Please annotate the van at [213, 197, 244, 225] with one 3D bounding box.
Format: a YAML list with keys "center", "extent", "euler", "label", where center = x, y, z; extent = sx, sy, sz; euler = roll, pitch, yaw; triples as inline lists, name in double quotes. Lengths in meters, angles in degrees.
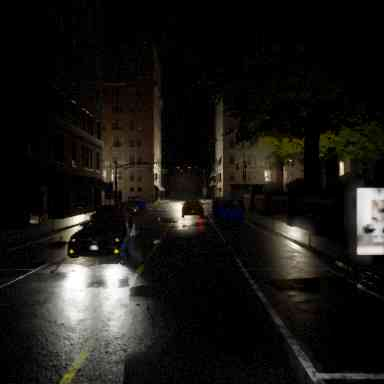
- center: [2.672, 1.331, 23.943]
  extent: [1.690, 1.788, 3.998]
  euler: [0, 0, 0]
  label: "van"

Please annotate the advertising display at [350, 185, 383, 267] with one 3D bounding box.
- center: [5.632, 1.024, 10.087]
  extent: [1.540, 2.440, 0.280]
  euler: [0, 0, 0]
  label: "advertising display"

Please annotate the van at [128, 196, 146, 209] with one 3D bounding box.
- center: [-5.852, 1.319, 35.251]
  extent: [1.690, 1.788, 3.998]
  euler: [0, 0, 0]
  label: "van"

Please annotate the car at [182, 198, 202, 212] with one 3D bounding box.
- center: [0.001, 1.463, 39.596]
  extent: [2.128, 1.511, 4.902]
  euler: [0, 0, 0]
  label: "car"

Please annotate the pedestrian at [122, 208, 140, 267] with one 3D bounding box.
- center: [-1.821, 1.292, 10.006]
  extent: [0.375, 1.860, 0.375]
  euler: [0, 0, -10]
  label: "pedestrian"

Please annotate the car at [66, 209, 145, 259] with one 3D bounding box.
- center: [-3.099, 1.561, 12.491]
  extent: [1.994, 1.385, 4.181]
  euler: [0, 0, 0]
  label: "car"

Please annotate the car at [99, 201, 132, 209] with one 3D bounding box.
- center: [-5.853, 1.556, 23.932]
  extent: [1.947, 1.339, 4.313]
  euler: [0, 0, 0]
  label: "car"

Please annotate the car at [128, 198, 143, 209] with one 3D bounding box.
- center: [-5.853, 1.529, 29.591]
  extent: [1.887, 1.381, 4.507]
  euler: [0, 0, 0]
  label: "car"

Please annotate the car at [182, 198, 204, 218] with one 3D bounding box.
- center: [0.080, 1.462, 30.177]
  extent: [1.882, 1.535, 5.008]
  euler: [0, 0, 1]
  label: "car"
